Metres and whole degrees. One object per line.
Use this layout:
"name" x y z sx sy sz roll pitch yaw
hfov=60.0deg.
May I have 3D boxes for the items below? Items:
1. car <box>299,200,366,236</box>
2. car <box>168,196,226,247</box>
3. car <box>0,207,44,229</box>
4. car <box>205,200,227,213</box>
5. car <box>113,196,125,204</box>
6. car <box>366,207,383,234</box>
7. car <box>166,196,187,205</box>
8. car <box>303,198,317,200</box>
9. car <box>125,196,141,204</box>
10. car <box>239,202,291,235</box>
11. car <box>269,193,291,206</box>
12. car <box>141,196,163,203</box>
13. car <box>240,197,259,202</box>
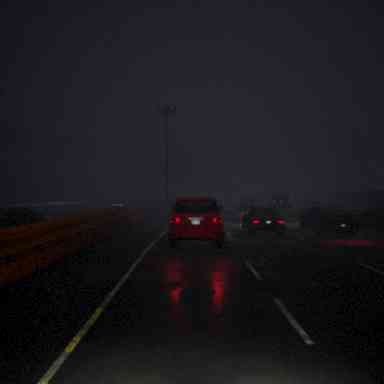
"car" 7.417 1.456 18.478 1.882 1.535 5.008 0 0 3
"car" 0.230 1.204 14.960 2.150 2.045 5.566 0 0 2
"car" -10.315 1.525 18.553 2.033 1.411 5.357 0 0 3
"car" 2.759 1.557 37.373 1.895 1.301 4.718 0 0 11
"car" -12.806 1.491 61.342 1.994 1.385 4.181 0 0 18
"car" 10.917 1.525 18.798 2.033 1.411 5.357 0 0 4
"car" -2.666 1.478 58.709 2.033 1.411 5.357 0 0 19
"car" 13.905 1.431 39.306 1.882 1.535 5.008 0 0 12
"car" -9.578 1.434 59.939 1.837 1.490 4.892 0 0 18
"car" 3.912 1.525 18.794 2.033 1.411 5.357 0 0 4
"car" 10.009 1.176 37.958 2.150 2.045 5.566 0 0 12
"car" -6.589 1.457 57.785 1.812 1.442 4.674 0 0 18
"car" 6.619 1.307 38.595 2.097 1.767 4.553 0 0 12
